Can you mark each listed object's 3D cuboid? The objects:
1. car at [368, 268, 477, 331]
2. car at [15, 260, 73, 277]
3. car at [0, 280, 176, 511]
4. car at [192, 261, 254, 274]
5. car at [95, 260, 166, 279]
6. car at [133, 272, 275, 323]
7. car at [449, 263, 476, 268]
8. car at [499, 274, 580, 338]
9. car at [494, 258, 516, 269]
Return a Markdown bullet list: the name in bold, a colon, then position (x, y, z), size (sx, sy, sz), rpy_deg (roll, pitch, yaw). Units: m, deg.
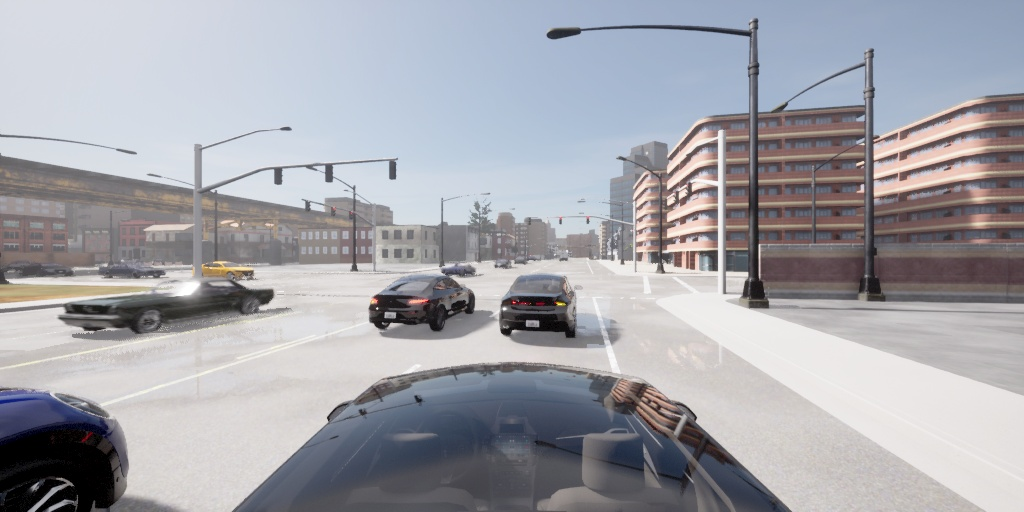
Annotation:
- **car**: position (-2.531, 1.276, 10.977), size (1.812, 1.442, 4.674), rpy_deg (0, 0, 11)
- **car**: position (-44.698, 1.314, 34.484), size (4.181, 1.385, 1.994), rpy_deg (0, 0, 15)
- **car**: position (-4.029, 1.102, 0.798), size (2.097, 1.767, 4.553), rpy_deg (0, 0, 4)
- **car**: position (-24.580, 1.228, 30.627), size (5.008, 1.535, 1.882), rpy_deg (0, 0, 10)
- **car**: position (-34.237, 1.297, 32.266), size (5.357, 1.411, 2.033), rpy_deg (0, 0, 9)
- **car**: position (-9.873, 1.351, 10.845), size (1.895, 1.301, 4.718), rpy_deg (0, 0, 11)
- **car**: position (-4.949, 1.310, 33.739), size (1.895, 1.301, 4.718), rpy_deg (0, 0, 13)
- **car**: position (0.914, 1.255, 10.335), size (1.837, 1.490, 4.892), rpy_deg (0, 0, 11)
- **car**: position (-1.294, 1.059, 51.766), size (2.128, 1.511, 4.902), rpy_deg (0, 1, 11)
